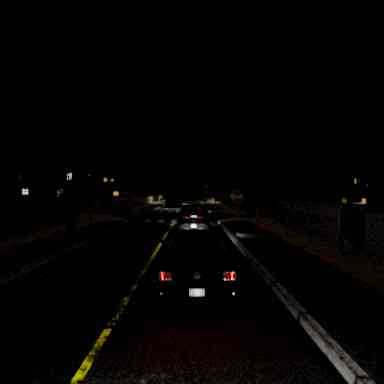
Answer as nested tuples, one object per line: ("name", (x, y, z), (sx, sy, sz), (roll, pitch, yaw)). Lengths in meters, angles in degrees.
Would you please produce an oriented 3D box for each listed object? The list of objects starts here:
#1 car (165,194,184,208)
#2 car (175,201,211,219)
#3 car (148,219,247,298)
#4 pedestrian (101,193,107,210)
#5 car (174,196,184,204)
("car", (-2.814, 1.290, 50.318), (2.150, 2.045, 5.566), (0, 0, 0))
("car", (0.099, 1.516, 19.961), (1.837, 1.490, 4.892), (0, 0, 0))
("car", (0.099, 1.602, 8.474), (1.895, 1.301, 4.718), (0, 0, 0))
("pedestrian", (-9.608, 1.054, 36.178), (0.375, 1.860, 0.375), (0, -2, 0))
("car", (-2.712, 1.642, 69.027), (1.837, 1.490, 4.892), (0, -1, 0))
